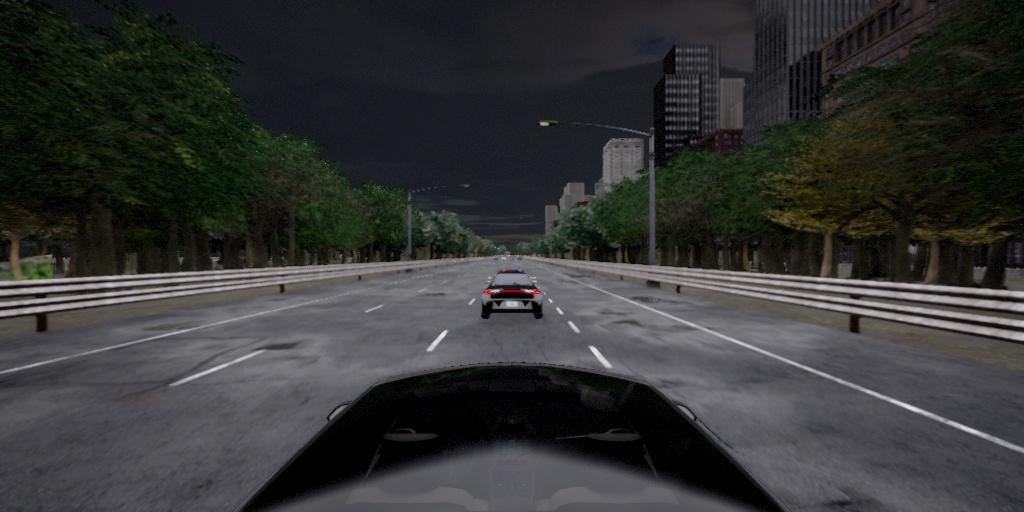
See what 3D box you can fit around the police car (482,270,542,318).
[{"bbox_3d":[-0.005,1.281,13.196,2.038,1.542,4.974,0,0,0],"label":"police car"}]
